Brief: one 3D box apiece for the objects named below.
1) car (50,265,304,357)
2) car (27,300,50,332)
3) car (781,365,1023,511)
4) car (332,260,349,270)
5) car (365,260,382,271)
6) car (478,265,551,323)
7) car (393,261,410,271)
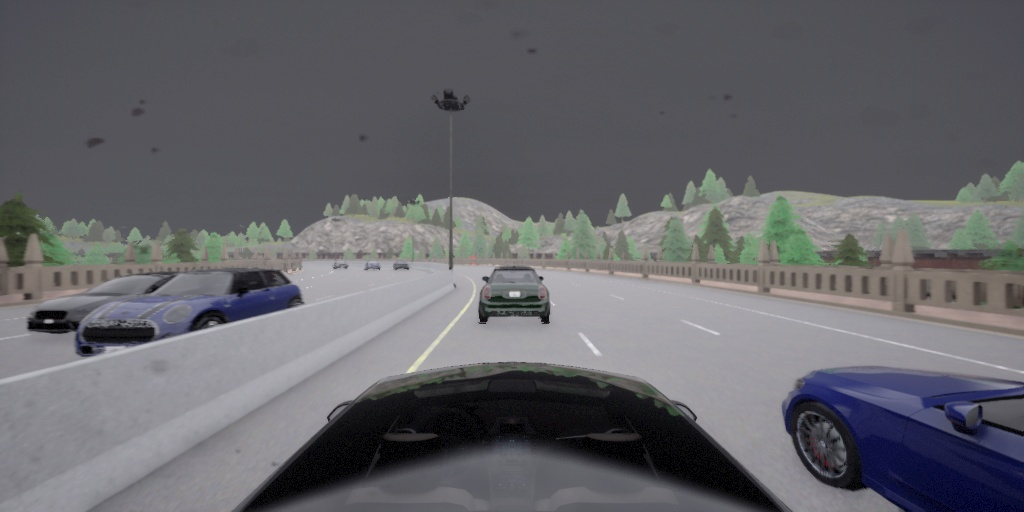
[{"bbox_3d":[-7.164,1.097,8.672,2.097,1.767,4.553,0,0,-1],"label":"car"},{"bbox_3d":[-10.678,1.248,10.659,1.837,1.490,4.892,0,0,-1],"label":"car"},{"bbox_3d":[3.600,1.276,1.604,1.812,1.442,4.674,0,0,0],"label":"car"},{"bbox_3d":[-27.874,1.418,58.345,1.812,1.442,4.674,0,0,-32],"label":"car"},{"bbox_3d":[-19.882,1.360,51.221,1.812,1.442,4.674,0,0,-26],"label":"car"},{"bbox_3d":[0.034,1.095,12.205,2.097,1.767,4.553,0,0,-1],"label":"car"},{"bbox_3d":[-15.671,1.365,50.714,2.033,1.411,5.357,0,0,-24],"label":"car"}]
